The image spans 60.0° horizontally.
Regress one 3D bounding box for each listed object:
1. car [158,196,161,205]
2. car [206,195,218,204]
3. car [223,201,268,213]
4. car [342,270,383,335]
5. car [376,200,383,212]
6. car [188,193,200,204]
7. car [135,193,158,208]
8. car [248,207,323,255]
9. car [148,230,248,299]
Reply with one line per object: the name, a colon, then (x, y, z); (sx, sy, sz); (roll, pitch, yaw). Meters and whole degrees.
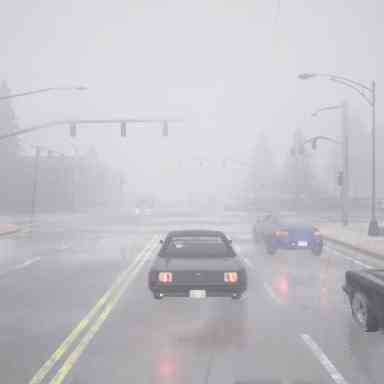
car: (-6.809, 1.352, 59.025); (2.097, 1.767, 4.553); (0, 0, 1)
car: (3.879, 1.352, 64.424); (2.097, 1.767, 4.553); (0, 0, 0)
car: (5.747, 1.601, 36.269); (4.718, 1.301, 1.895); (0, 0, 1)
car: (3.613, 1.601, 3.837); (1.895, 1.301, 4.718); (0, 0, 0)
car: (23.106, 1.221, 36.117); (5.566, 2.045, 2.150); (0, 0, 0)
car: (0.377, 1.221, 63.900); (2.150, 2.045, 5.566); (0, 0, 0)
car: (-6.860, 1.221, 49.014); (2.150, 2.045, 5.566); (0, 0, 1)
car: (3.637, 1.526, 13.174); (1.812, 1.442, 4.674); (0, 0, 0)
car: (0.099, 1.601, 8.383); (1.895, 1.301, 4.718); (0, 0, 0)
